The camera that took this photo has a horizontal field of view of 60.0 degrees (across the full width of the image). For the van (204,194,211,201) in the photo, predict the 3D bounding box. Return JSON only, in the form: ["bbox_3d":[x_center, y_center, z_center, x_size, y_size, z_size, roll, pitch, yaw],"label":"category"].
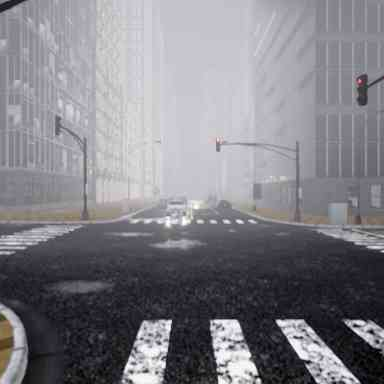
[{"bbox_3d":[3.718,1.328,80.522,1.690,1.788,3.998,0,0,0],"label":"van"}]

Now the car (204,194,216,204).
[{"bbox_3d":[3.787,1.318,63.938,2.192,1.841,5.009,0,0,0],"label":"car"}]

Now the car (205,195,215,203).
[{"bbox_3d":[3.764,1.438,69.467,1.967,1.590,4.097,0,0,0],"label":"car"}]

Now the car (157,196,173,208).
[{"bbox_3d":[-4.024,1.597,47.323,1.802,1.307,4.206,0,0,0],"label":"car"}]

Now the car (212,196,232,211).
[{"bbox_3d":[3.929,1.583,41.830,1.947,1.339,4.313,0,0,0],"label":"car"}]

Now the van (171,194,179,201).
[{"bbox_3d":[-4.162,1.328,80.489,1.690,1.788,3.998,0,0,0],"label":"van"}]

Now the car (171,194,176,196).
[{"bbox_3d":[-4.093,1.569,63.906,1.947,1.339,4.313,0,0,0],"label":"car"}]

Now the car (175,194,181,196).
[{"bbox_3d":[-1.578,1.513,58.165,1.837,1.490,4.892,0,0,0],"label":"car"}]

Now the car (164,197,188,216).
[{"bbox_3d":[-1.495,1.546,33.067,1.812,1.442,4.674,0,0,0],"label":"car"}]

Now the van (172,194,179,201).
[{"bbox_3d":[-4.185,1.322,86.016,1.690,1.788,3.998,0,0,0],"label":"van"}]
